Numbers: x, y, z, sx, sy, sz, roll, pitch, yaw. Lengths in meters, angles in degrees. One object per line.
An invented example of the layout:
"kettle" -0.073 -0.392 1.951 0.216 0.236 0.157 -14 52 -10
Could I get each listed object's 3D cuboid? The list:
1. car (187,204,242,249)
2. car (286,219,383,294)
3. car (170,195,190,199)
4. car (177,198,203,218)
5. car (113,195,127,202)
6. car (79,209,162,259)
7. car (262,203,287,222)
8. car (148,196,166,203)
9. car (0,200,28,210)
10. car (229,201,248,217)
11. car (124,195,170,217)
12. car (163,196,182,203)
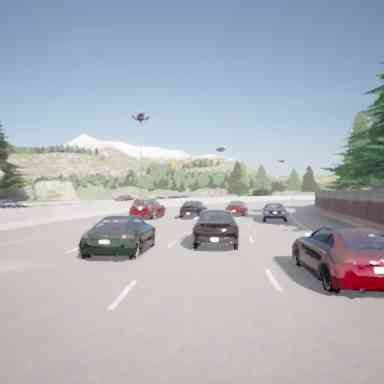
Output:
"car" 1.113 1.518 14.730 1.837 1.490 4.892 0 0 6
"car" 4.050 1.581 8.829 1.994 1.385 4.181 0 0 4
"car" -1.933 1.391 65.945 2.097 1.767 4.553 0 0 26
"car" 0.218 1.527 29.926 1.837 1.490 4.892 0 0 13
"car" -13.627 1.362 65.756 2.097 1.767 4.553 0 0 24
"car" -2.619 1.566 12.617 1.994 1.385 4.181 0 0 5
"car" 6.671 1.585 26.982 2.033 1.411 5.357 0 0 12
"car" -7.345 1.576 70.821 1.994 1.385 4.181 0 0 25
"car" -14.930 1.579 26.904 1.895 1.301 4.718 0 0 11
"car" 4.368 1.560 32.246 1.812 1.442 4.674 0 0 14
"car" -3.695 1.362 28.417 2.097 1.767 4.553 0 0 11
"car" -4.016 1.523 69.652 1.837 1.490 4.892 0 0 25
